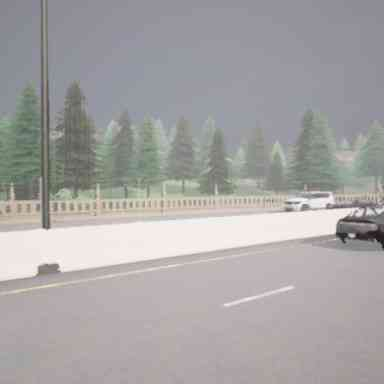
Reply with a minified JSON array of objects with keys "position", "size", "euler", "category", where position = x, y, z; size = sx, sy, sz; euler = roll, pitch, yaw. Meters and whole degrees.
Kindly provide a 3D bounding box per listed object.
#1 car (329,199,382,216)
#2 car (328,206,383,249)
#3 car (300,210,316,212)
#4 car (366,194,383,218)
[{"position":[14.911,1.342,30.281],"size":[4.718,1.301,1.895],"euler":[-1,0,-27],"category":"car"},{"position":[7.870,1.367,13.598],"size":[4.902,1.511,2.128],"euler":[-1,0,-34],"category":"car"},{"position":[11.450,0.978,32.407],"size":[5.566,2.045,2.150],"euler":[0,0,-28],"category":"car"},{"position":[16.756,1.095,27.242],"size":[4.553,1.767,2.097],"euler":[-1,0,-27],"category":"car"}]
